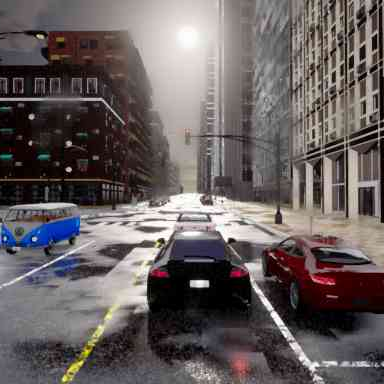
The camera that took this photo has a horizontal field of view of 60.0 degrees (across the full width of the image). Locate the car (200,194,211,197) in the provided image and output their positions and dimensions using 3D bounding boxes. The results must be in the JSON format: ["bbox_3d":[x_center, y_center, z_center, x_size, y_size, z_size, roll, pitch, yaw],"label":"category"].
[{"bbox_3d":[2.764,1.330,62.244,2.192,1.841,5.009,1,0,0],"label":"car"}]

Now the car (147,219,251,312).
[{"bbox_3d":[0.112,1.566,7.797,1.994,1.385,4.181,0,0,-1],"label":"car"}]

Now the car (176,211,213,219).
[{"bbox_3d":[0.111,1.606,16.614,1.895,1.301,4.718,0,0,0],"label":"car"}]

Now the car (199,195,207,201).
[{"bbox_3d":[2.781,1.569,84.862,2.008,1.369,4.403,1,0,0],"label":"car"}]

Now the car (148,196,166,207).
[{"bbox_3d":[-5.631,1.563,50.940,2.008,1.369,4.403,1,0,0],"label":"car"}]

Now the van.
[{"bbox_3d":[-5.750,1.345,13.024,1.690,1.788,3.998,1,0,0],"label":"van"}]

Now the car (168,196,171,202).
[{"bbox_3d":[-5.620,1.580,62.249,1.947,1.339,4.313,1,0,0],"label":"car"}]

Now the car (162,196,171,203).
[{"bbox_3d":[-5.610,1.598,73.558,1.802,1.307,4.206,1,0,0],"label":"car"}]

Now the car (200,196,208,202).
[{"bbox_3d":[2.775,1.599,79.208,1.802,1.307,4.206,1,0,0],"label":"car"}]

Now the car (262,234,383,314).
[{"bbox_3d":[2.708,1.584,7.332,1.802,1.307,4.206,1,0,0],"label":"car"}]

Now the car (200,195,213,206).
[{"bbox_3d":[2.754,1.596,56.589,1.802,1.307,4.206,1,0,0],"label":"car"}]

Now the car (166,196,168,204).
[{"bbox_3d":[-5.625,1.564,56.594,2.008,1.369,4.403,1,0,0],"label":"car"}]
